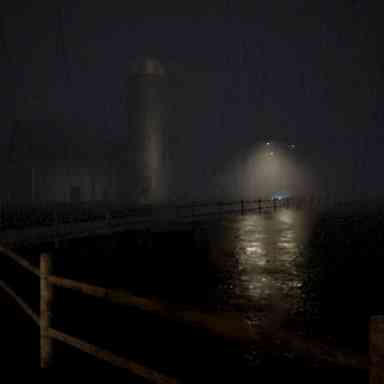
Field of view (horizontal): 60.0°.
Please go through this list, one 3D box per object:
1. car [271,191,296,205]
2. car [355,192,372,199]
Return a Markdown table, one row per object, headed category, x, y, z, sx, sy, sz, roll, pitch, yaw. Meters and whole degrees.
| category | x | y | z | sx | sy | sz | roll | pitch | yaw |
| --- | --- | --- | --- | --- | --- | --- | --- | --- | --- |
| car | 14.026 | 0.901 | 50.759 | 2.150 | 2.045 | 5.566 | -1 | 0 | 37 |
| car | 39.553 | 0.948 | 77.513 | 2.033 | 1.411 | 5.357 | -1 | 0 | 42 |
